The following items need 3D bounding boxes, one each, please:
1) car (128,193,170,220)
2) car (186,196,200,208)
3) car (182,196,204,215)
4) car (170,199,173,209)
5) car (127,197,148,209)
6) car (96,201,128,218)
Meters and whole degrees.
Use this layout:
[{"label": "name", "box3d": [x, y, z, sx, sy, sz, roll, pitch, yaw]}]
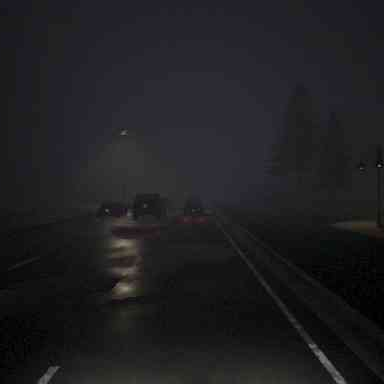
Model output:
[{"label": "car", "box3d": [-3.404, 1.123, 27.295, 2.150, 2.045, 5.566, 0, 0, 2]}, {"label": "car", "box3d": [0.136, 1.345, 45.602, 1.837, 1.490, 4.892, 0, 1, 0]}, {"label": "car", "box3d": [0.128, 1.414, 31.596, 1.812, 1.442, 4.674, 0, 0, 0]}, {"label": "car", "box3d": [-3.416, 1.398, 41.987, 2.033, 1.411, 5.357, 0, 0, 1]}, {"label": "car", "box3d": [-6.909, 1.412, 42.690, 1.994, 1.385, 4.181, 0, 0, 1]}, {"label": "car", "box3d": [-6.906, 1.459, 29.136, 1.994, 1.385, 4.181, 0, 0, 0]}]
